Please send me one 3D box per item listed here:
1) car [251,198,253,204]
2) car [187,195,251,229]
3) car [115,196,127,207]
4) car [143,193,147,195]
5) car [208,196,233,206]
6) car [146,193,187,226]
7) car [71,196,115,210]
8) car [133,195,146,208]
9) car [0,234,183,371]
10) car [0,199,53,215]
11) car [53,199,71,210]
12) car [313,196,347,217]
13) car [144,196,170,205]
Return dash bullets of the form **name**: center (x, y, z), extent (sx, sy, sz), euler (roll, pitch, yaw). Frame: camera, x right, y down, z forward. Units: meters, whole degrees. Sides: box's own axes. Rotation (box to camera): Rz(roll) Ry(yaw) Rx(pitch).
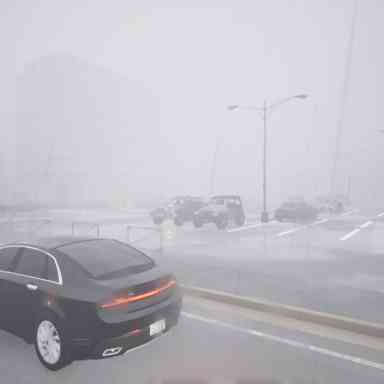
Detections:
- **car**: center (9.892, 1.505, 62.446), extent (1.837, 1.490, 4.892), euler (0, 0, 34)
- **car**: center (1.747, 1.156, 20.203), extent (1.905, 1.878, 3.866), euler (0, 0, 34)
- **car**: center (-11.788, 1.352, 49.403), extent (2.097, 1.767, 4.553), euler (0, 0, 34)
- **car**: center (-6.564, 1.221, 50.853), extent (2.150, 2.045, 5.566), euler (0, 0, 34)
- **car**: center (4.770, 1.491, 54.838), extent (2.128, 1.511, 4.902), euler (0, 0, 34)
- **car**: center (-0.617, 1.153, 21.873), extent (1.932, 1.855, 4.605), euler (0, 0, 34)
- **car**: center (-12.452, 1.526, 42.143), extent (1.812, 1.442, 4.674), euler (0, 0, 34)
- **car**: center (-5.467, 1.525, 45.905), extent (1.812, 1.442, 4.674), euler (0, 0, 34)
- **car**: center (-2.416, 1.505, 5.725), extent (4.892, 1.490, 1.837), euler (0, 0, 36)
- **car**: center (-17.455, 1.601, 34.732), extent (1.895, 1.301, 4.718), euler (0, 0, 34)
- **car**: center (-17.126, 1.547, 41.486), extent (2.033, 1.411, 5.357), euler (0, 0, 34)
- **car**: center (13.796, 1.395, 33.136), extent (1.970, 1.475, 3.806), euler (0, 0, 34)
- **car**: center (-6.007, 1.526, 57.912), extent (1.812, 1.442, 4.674), euler (0, 0, 35)
